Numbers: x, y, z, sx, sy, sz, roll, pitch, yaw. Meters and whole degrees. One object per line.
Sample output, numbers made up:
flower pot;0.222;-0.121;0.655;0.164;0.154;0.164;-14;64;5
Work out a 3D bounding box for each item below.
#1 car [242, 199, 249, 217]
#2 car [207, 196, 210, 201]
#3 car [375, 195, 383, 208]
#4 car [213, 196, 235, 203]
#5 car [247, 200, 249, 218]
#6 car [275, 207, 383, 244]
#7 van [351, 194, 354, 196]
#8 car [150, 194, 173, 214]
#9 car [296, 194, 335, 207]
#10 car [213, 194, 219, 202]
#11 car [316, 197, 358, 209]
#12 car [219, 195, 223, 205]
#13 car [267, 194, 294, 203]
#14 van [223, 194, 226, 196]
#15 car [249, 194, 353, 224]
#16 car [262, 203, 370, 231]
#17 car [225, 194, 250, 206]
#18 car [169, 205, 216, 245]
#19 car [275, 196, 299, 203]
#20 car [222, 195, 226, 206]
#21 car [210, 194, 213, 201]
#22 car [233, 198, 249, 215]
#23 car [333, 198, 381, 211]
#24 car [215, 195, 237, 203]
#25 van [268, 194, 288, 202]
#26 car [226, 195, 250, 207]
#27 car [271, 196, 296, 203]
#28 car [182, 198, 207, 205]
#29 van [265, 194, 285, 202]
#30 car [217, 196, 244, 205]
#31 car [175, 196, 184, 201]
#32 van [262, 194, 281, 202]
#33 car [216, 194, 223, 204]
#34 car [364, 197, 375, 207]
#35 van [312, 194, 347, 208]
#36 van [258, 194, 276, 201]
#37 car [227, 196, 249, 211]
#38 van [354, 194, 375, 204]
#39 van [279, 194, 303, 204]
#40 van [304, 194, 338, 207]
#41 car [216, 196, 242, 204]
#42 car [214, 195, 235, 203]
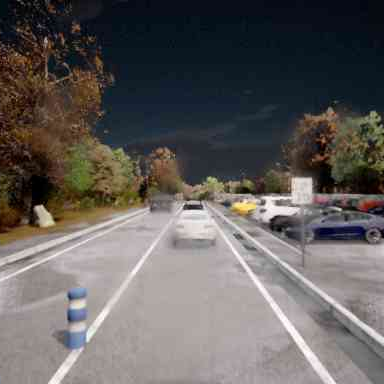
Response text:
car;6.902;1.556;27.071;4.892;1.521;2.231;0;0;0
car;7.417;1.459;85.358;5.566;2.045;2.435;0;0;0
car;20.027;1.284;29.703;5.566;2.045;2.435;0;0;0
car;7.313;1.672;77.029;5.008;1.535;2.097;0;0;0
car;7.058;1.564;24.293;5.366;1.575;1.946;0;0;0
car;6.773;1.631;15.967;4.792;1.488;2.163;0;0;0
van;20.007;1.290;43.531;4.442;1.987;1.878;0;0;0
car;-3.305;1.253;36.683;2.150;2.045;5.566;0;0;0
car;20.181;1.312;54.626;5.566;2.045;2.435;0;0;0
car;6.992;1.594;60.374;5.366;1.575;1.946;0;0;0
car;20.144;1.525;46.315;5.008;1.535;2.097;0;0;0
car;7.078;1.589;52.045;4.792;1.488;2.163;0;0;0
car;20.369;1.413;76.912;5.566;2.045;2.435;0;0;0
van;7.200;1.321;49.268;4.442;1.987;1.878;0;0;0
car;6.877;1.327;21.517;5.566;2.045;2.435;0;0;0
car;6.831;1.590;18.742;5.008;1.535;2.097;0;0;0
car;7.068;1.398;43.719;4.553;1.767;2.185;0;0;0
car;0.096;1.534;15.416;1.812;1.442;4.674;0;0;0
car;20.347;1.678;71.245;4.674;1.452;2.002;0;0;0
car;7.089;1.563;46.491;4.792;1.488;2.163;0;0;0
car;7.062;1.632;68.702;5.366;1.575;1.946;0;0;0
car;6.734;1.541;29.848;5.366;1.575;1.946;0;0;0
car;20.121;1.539;40.778;4.792;1.488;2.163;0;0;0
car;7.240;1.521;71.478;4.553;1.767;2.185;0;0;0
van;20.538;1.451;79.681;4.442;1.987;1.878;0;0;0
car;7.007;1.518;40.939;4.892;1.521;2.231;0;0;0
car;20.367;1.651;74.016;5.008;1.535;2.097;0;0;0
car;0.122;1.500;31.599;1.882;1.535;5.008;0;0;0
van;20.560;1.463;82.326;4.442;1.987;1.878;0;0;0
car;7.207;1.610;63.148;4.892;1.521;2.231;0;0;0
car;-2.969;1.542;78.751;1.895;1.301;4.718;0;0;0
van;20.351;1.476;85.231;4.442;1.987;1.878;0;-1;0
car;7.125;1.614;57.597;4.792;1.488;2.163;0;0;0
car;19.993;1.554;32.474;4.792;1.488;2.163;0;0;0
van;20.278;1.312;49.085;4.442;1.987;1.878;0;0;0
van;20.396;1.572;90.622;4.442;1.987;1.878;0;-1;0
car;6.782;1.519;35.521;5.366;1.575;1.946;0;0;0
van;20.163;1.288;35.366;4.442;1.987;1.878;0;0;0
van;20.444;1.401;68.601;4.442;1.987;1.878;0;0;0
van;20.069;1.325;51.857;4.442;1.987;1.878;0;0;0
car;7.218;1.623;65.925;4.892;1.521;2.231;0;0;0
car;7.263;1.534;74.254;4.553;1.767;2.185;0;0;0
